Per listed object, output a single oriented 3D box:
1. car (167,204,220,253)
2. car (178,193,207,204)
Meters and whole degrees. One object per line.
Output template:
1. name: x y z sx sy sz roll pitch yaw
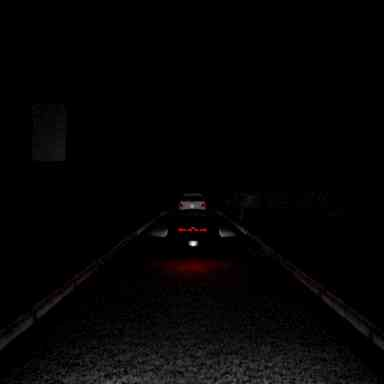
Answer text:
1. car: 0.057 1.443 13.361 1.837 1.490 4.892 0 0 0
2. car: 0.046 1.133 27.747 2.150 2.045 5.566 0 0 1
